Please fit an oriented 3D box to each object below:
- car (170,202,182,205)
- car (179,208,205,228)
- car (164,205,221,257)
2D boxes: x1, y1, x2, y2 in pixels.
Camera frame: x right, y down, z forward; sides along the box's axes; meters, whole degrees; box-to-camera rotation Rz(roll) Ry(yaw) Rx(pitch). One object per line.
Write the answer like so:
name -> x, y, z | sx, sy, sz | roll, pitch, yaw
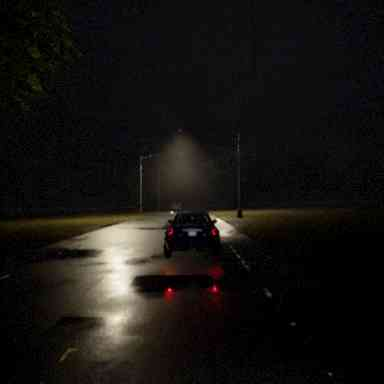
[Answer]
car -> -3.423, 3.205, 71.820 | 2.150, 2.045, 5.566 | 0, -2, 0
car -> 0.032, 2.191, 29.008 | 2.033, 1.411, 5.357 | 0, -2, 0
car -> 0.019, 1.570, 14.075 | 2.097, 1.767, 4.553 | 0, -2, 0
